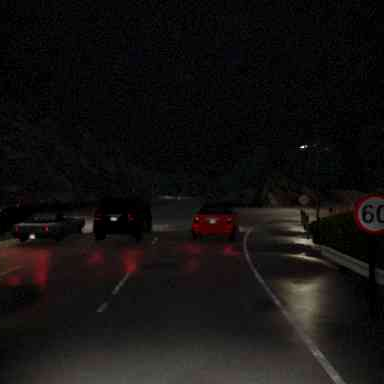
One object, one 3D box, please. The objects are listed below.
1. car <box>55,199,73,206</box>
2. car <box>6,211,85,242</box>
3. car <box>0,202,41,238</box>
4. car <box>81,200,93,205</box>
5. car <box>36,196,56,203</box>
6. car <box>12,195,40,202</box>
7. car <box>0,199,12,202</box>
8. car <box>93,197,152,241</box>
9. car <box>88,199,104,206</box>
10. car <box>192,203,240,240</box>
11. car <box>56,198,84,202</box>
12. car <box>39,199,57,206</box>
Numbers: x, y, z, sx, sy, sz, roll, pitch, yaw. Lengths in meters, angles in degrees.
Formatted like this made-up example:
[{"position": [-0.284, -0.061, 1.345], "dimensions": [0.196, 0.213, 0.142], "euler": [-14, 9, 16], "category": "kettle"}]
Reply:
[{"position": [-28.015, 2.298, 73.093], "dimensions": [2.128, 1.511, 4.902], "euler": [0, -2, 0], "category": "car"}, {"position": [-6.904, 1.640, 16.610], "dimensions": [1.895, 1.301, 4.718], "euler": [0, 0, 0], "category": "car"}, {"position": [-10.404, 1.541, 18.008], "dimensions": [2.128, 1.511, 4.902], "euler": [0, 0, 0], "category": "car"}, {"position": [-28.019, 2.848, 88.827], "dimensions": [1.837, 1.490, 4.892], "euler": [0, -2, 0], "category": "car"}, {"position": [-24.549, 1.824, 57.664], "dimensions": [1.812, 1.442, 4.674], "euler": [0, -2, 1], "category": "car"}, {"position": [-28.039, 1.511, 57.477], "dimensions": [2.150, 2.045, 5.566], "euler": [0, -1, 1], "category": "car"}, {"position": [-31.540, 1.847, 57.345], "dimensions": [1.994, 1.385, 4.181], "euler": [0, -1, 1], "category": "car"}, {"position": [-3.401, 1.265, 17.144], "dimensions": [2.150, 2.045, 5.566], "euler": [0, 0, 0], "category": "car"}, {"position": [-21.016, 2.317, 73.201], "dimensions": [2.033, 1.411, 5.357], "euler": [0, -2, 0], "category": "car"}, {"position": [1.373, 1.404, 17.640], "dimensions": [2.097, 1.767, 4.553], "euler": [0, 0, 11], "category": "car"}, {"position": [-21.054, 1.797, 57.811], "dimensions": [2.128, 1.511, 4.902], "euler": [0, -2, 1], "category": "car"}, {"position": [-31.515, 2.288, 72.845], "dimensions": [1.812, 1.442, 4.674], "euler": [0, -2, 0], "category": "car"}]
